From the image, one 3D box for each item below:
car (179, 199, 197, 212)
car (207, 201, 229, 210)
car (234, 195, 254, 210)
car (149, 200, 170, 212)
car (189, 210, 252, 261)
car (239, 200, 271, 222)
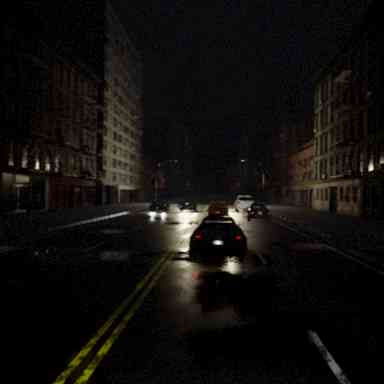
[{"bbox_3d":[-0.379,1.602,39.405,1.812,1.442,4.674,1,0,4],"label":"car"},{"bbox_3d":[2.429,1.583,31.012,1.882,1.535,5.008,1,0,4],"label":"car"},{"bbox_3d":[6.344,1.420,40.371,2.150,2.045,5.566,1,0,5],"label":"car"},{"bbox_3d":[-3.693,1.581,38.694,1.994,1.385,4.181,1,0,5],"label":"car"},{"bbox_3d":[0.996,1.605,12.670,1.994,1.385,4.181,1,0,4],"label":"car"},{"bbox_3d":[5.449,1.699,28.189,2.033,1.411,5.357,1,0,4],"label":"car"}]
